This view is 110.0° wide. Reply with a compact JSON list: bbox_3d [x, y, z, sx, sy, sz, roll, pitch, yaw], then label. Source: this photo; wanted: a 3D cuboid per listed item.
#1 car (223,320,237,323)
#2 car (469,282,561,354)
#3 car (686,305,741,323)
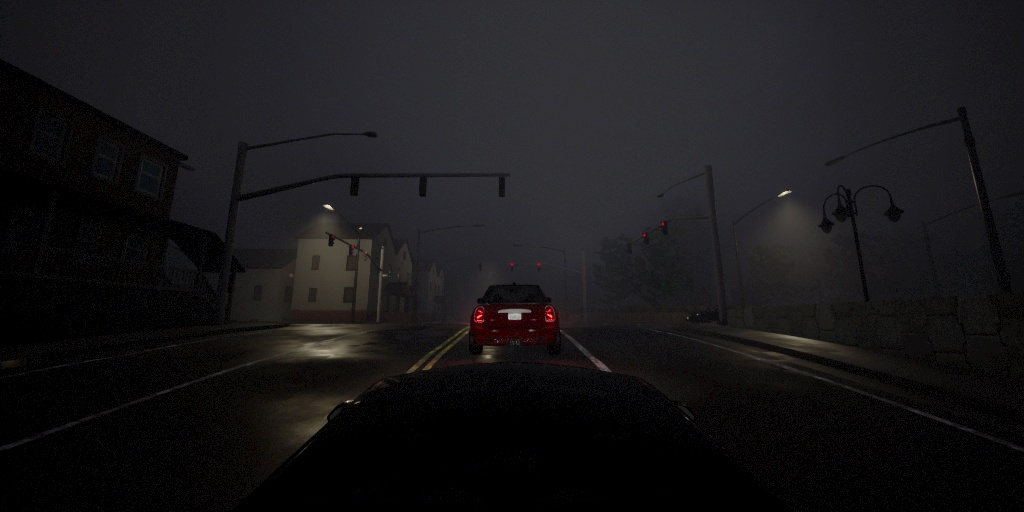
[{"bbox_3d":[-19.891,5.152,24.881,5.008,1.535,1.882,-9,-10,0],"label":"car"},{"bbox_3d":[0.062,1.564,10.043,2.097,1.767,4.553,-1,-6,0],"label":"car"},{"bbox_3d":[16.311,4.622,28.271,4.902,1.511,2.128,0,-10,1],"label":"car"}]
